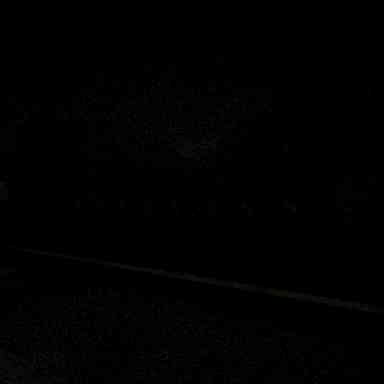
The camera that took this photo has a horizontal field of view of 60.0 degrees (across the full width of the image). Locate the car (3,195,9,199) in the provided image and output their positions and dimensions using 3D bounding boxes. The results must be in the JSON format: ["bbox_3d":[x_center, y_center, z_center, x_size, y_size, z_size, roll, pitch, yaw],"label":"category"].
[{"bbox_3d":[-41.594,1.692,75.809,3.866,1.878,1.905,-1,0,35],"label":"car"}]
